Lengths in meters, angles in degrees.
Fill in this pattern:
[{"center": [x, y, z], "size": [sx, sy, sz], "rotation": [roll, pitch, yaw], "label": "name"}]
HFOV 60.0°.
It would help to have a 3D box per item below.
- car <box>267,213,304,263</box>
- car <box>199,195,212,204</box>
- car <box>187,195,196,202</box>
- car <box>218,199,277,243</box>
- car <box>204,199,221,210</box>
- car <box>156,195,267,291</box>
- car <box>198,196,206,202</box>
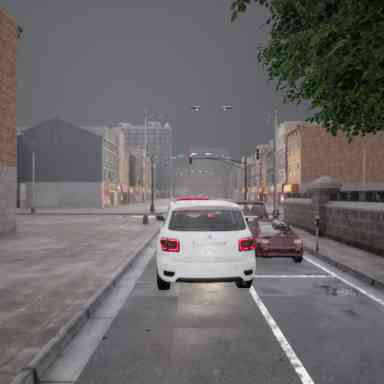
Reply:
[{"center": [2.635, 1.587, 11.747], "size": [1.802, 1.307, 4.206], "rotation": [1, 0, 0], "label": "car"}, {"center": [2.600, 1.438, 65.377], "size": [2.192, 1.841, 5.009], "rotation": [1, 0, 0], "label": "car"}, {"center": [-0.058, 1.551, 83.816], "size": [2.097, 1.767, 4.553], "rotation": [0, 0, 0], "label": "car"}, {"center": [2.635, 1.326, 17.197], "size": [2.192, 1.841, 5.009], "rotation": [1, 0, 0], "label": "car"}, {"center": [2.613, 1.603, 43.627], "size": [1.887, 1.381, 4.507], "rotation": [1, 0, 0], "label": "car"}, {"center": [0.175, 1.225, 9.238], "size": [2.150, 2.045, 5.566], "rotation": [0, 0, -4], "label": "car"}, {"center": [2.583, 1.761, 87.126], "size": [2.008, 1.369, 4.403], "rotation": [0, 0, 0], "label": "car"}]
